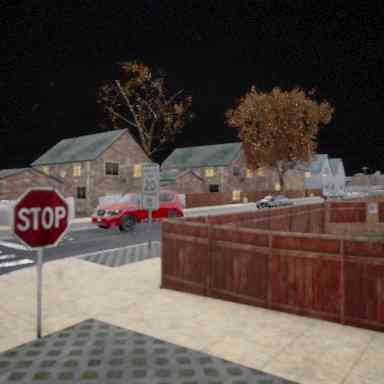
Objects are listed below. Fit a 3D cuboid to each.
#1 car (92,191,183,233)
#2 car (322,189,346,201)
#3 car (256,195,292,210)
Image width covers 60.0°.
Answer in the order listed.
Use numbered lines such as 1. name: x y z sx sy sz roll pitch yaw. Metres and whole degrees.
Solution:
1. car: -2.882 0.985 18.854 2.150 2.045 5.566 1 2 41
2. car: 18.832 0.437 44.049 1.837 1.490 4.892 1 2 41
3. car: 7.733 0.953 31.240 1.994 1.385 4.181 1 2 41
